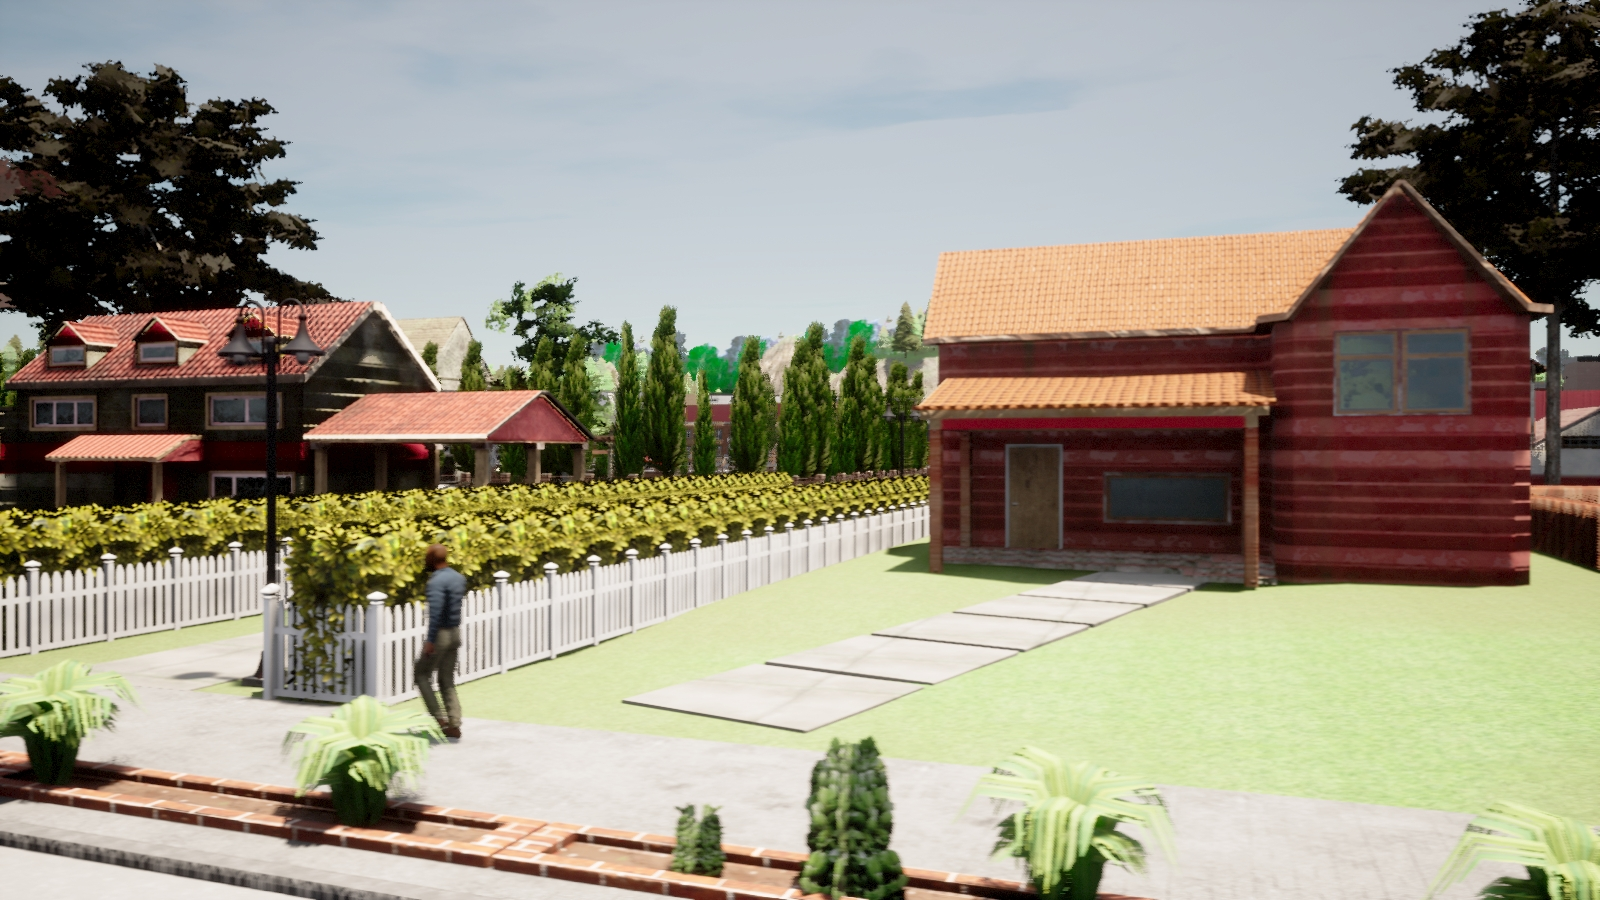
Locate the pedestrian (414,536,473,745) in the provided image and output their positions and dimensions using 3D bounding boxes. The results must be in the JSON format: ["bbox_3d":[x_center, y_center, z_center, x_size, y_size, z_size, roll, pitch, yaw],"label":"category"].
[{"bbox_3d":[-3.301,1.743,10.581,0.375,1.860,0.375,0,0,18],"label":"pedestrian"}]

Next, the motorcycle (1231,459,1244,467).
[{"bbox_3d":[72.763,2.185,190.140,2.033,1.199,0.803,0,0,20],"label":"motorcycle"}]
